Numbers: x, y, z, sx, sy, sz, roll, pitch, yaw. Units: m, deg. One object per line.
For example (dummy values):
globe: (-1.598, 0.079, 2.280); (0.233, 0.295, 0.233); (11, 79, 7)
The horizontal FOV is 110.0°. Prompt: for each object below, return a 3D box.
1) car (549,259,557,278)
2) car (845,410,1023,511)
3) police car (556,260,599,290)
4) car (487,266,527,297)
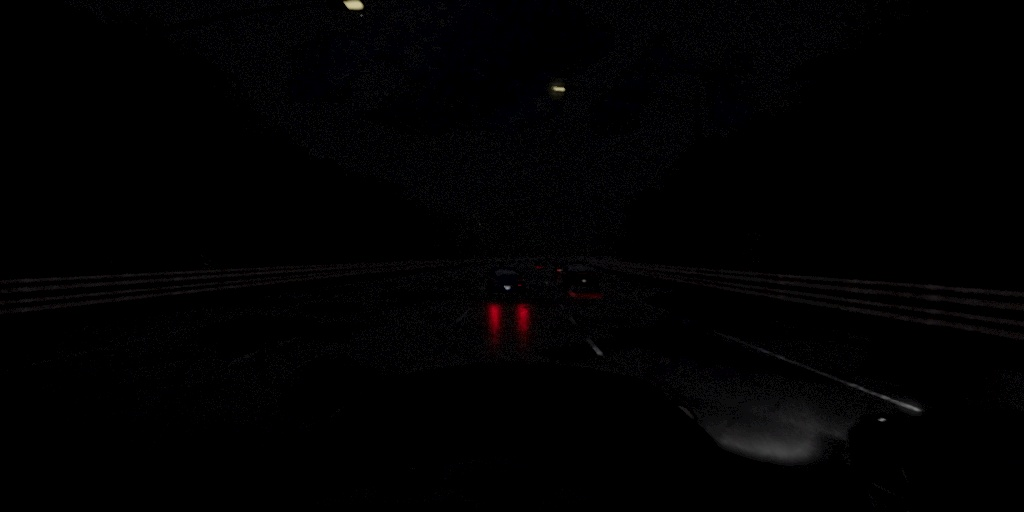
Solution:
car: (4.745, 1.241, 32.670); (2.033, 1.411, 5.357); (0, 0, 5)
car: (3.488, 1.263, 0.708); (2.163, 1.488, 4.792); (0, 0, 0)
police car: (4.049, 1.137, 22.129); (1.930, 1.638, 5.238); (0, 0, 3)
car: (-0.274, 1.238, 18.493); (1.812, 1.442, 4.674); (0, 0, -2)
